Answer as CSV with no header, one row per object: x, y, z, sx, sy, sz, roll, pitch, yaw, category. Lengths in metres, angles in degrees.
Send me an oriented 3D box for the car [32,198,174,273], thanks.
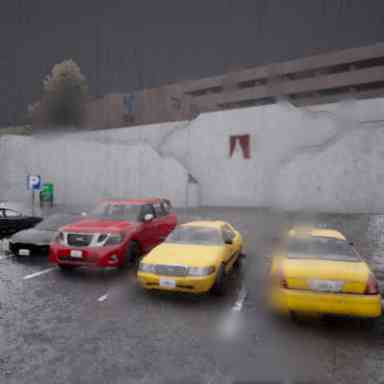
-2.151,1.233,10.994,2.435,2.045,5.566,1,-1,15,car

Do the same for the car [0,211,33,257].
-4.599,1.516,12.734,2.163,1.488,4.792,0,-1,15,car

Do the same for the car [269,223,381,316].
2.779,1.484,7.714,1.946,1.575,5.366,0,-1,16,car

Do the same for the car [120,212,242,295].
0.244,1.477,9.096,1.946,1.575,5.366,1,-1,16,car

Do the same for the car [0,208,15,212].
-9.485,1.497,16.245,2.097,1.535,5.008,0,-1,16,car
